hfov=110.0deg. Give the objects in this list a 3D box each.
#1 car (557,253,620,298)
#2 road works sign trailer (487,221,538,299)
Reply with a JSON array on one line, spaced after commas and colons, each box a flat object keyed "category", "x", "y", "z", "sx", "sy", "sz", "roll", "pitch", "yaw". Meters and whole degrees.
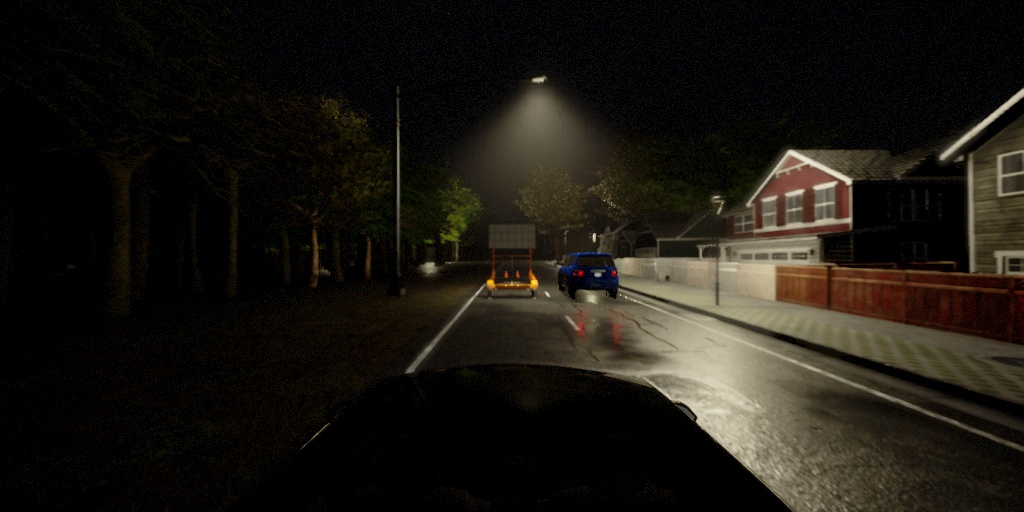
[{"category": "car", "x": 3.603, "y": 0.861, "z": 17.723, "sx": 2.150, "sy": 2.045, "sz": 5.566, "roll": 0, "pitch": 0, "yaw": 0}, {"category": "road works sign trailer", "x": 0.007, "y": 0.107, "z": 17.402, "sx": 2.380, "sy": 3.560, "sz": 2.880, "roll": 0, "pitch": 0, "yaw": 0}]
